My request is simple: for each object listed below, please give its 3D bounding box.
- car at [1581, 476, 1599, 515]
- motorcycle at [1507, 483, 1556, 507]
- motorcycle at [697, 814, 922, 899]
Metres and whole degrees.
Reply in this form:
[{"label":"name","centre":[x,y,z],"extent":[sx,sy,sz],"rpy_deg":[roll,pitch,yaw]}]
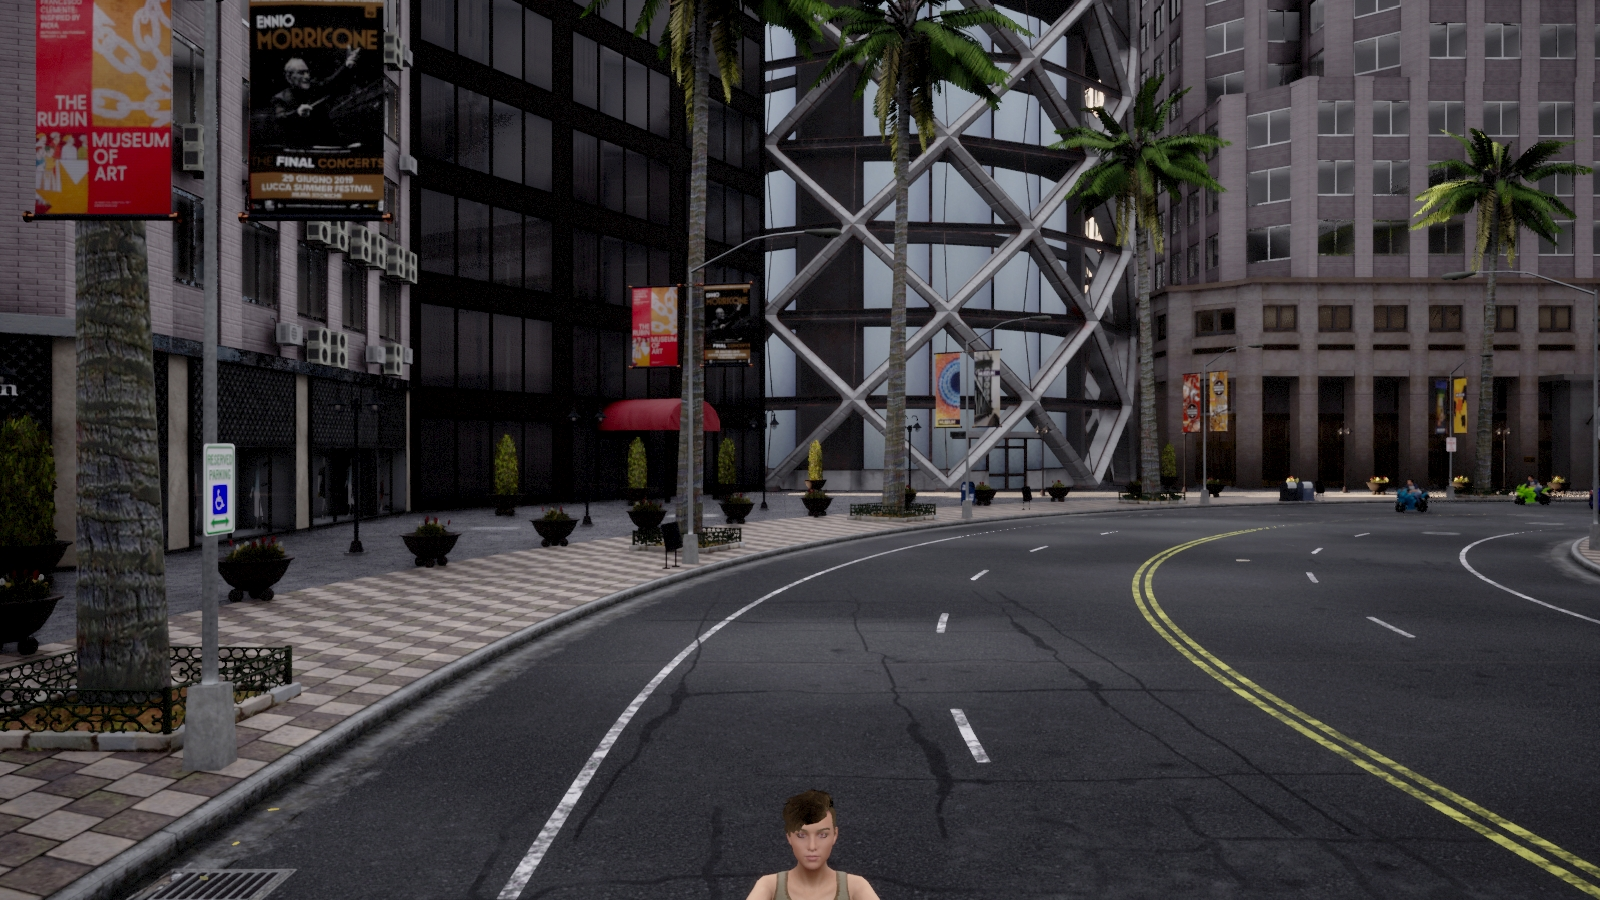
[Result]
[{"label":"car","centre":[36.842,1.968,49.589],"extent":[4.611,1.667,2.242],"rpy_deg":[0,0,-11]},{"label":"motorcycle","centre":[36.319,2.213,56.720],"extent":[2.033,1.145,0.803],"rpy_deg":[0,0,-10]},{"label":"motorcycle","centre":[0.030,2.170,3.616],"extent":[0.764,1.277,2.356],"rpy_deg":[0,0,1]}]
